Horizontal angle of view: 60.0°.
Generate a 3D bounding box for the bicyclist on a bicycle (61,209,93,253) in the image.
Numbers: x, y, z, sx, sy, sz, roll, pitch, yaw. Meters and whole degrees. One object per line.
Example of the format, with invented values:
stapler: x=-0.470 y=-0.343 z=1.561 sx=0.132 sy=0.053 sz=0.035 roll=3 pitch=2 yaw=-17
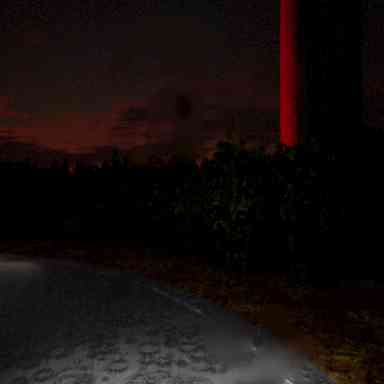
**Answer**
bicyclist on a bicycle: x=-4.314 y=1.446 z=12.598 sx=0.582 sy=1.620 sz=1.656 roll=0 pitch=1 yaw=26
